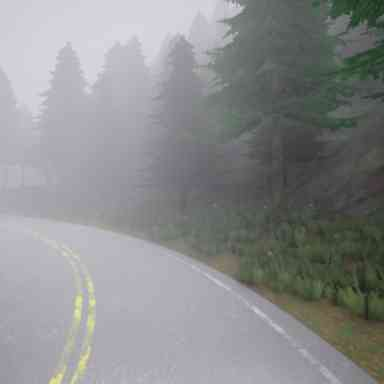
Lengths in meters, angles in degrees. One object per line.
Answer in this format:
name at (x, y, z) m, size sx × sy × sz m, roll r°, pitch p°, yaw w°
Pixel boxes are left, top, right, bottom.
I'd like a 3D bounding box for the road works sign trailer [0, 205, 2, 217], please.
road works sign trailer at (-13.938, -0.269, 21.508) m, size 2.880 × 3.560 × 2.380 m, roll 4°, pitch -1°, yaw 37°
